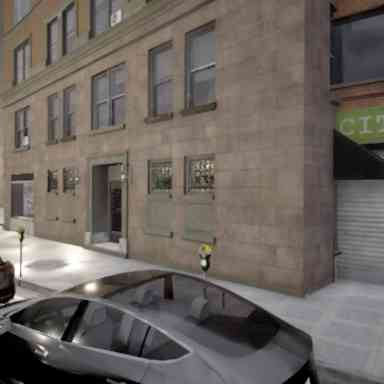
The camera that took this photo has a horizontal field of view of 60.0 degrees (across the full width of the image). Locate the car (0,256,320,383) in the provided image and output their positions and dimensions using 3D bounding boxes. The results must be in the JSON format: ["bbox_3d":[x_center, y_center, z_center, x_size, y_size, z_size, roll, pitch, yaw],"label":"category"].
[{"bbox_3d":[-0.860,1.578,3.687,4.313,1.339,1.947,0,0,35],"label":"car"}]
